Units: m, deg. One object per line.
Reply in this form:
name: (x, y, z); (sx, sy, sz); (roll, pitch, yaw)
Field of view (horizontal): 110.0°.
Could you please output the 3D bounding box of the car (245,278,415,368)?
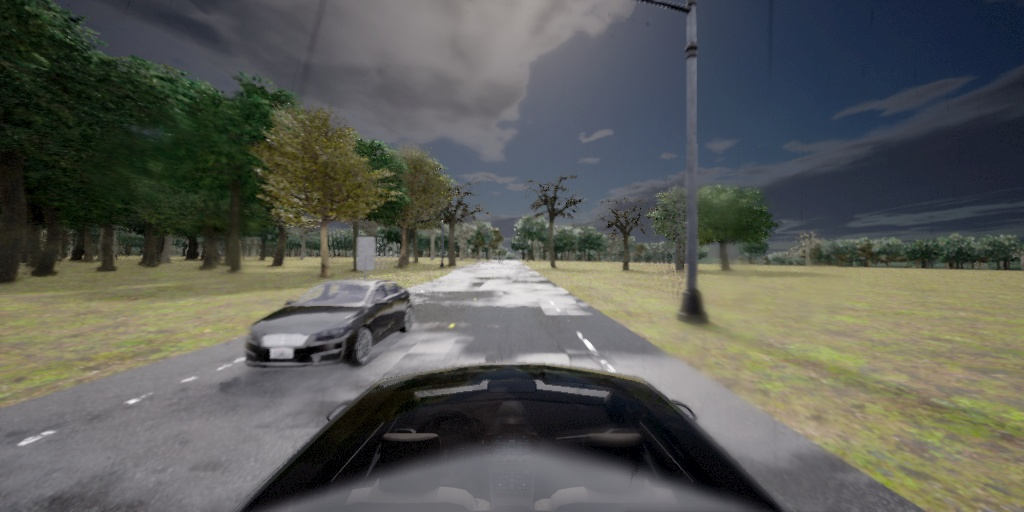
car: (-3.597, 1.270, 8.054); (2.128, 1.511, 4.902); (0, 0, 0)
